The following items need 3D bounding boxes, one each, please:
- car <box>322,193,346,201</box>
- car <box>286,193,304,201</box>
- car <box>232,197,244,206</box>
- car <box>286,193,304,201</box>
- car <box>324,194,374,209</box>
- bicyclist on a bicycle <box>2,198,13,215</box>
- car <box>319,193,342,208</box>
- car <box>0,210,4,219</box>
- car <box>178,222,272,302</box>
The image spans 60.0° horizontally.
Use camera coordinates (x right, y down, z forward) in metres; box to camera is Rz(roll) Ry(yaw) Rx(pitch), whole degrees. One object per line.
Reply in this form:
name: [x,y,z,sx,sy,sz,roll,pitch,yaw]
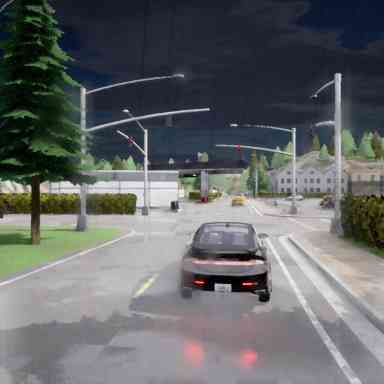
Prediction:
car: [31.720,1.097,74.483,4.605,1.855,1.932,0,0,8]
car: [24.380,1.077,78.823,3.866,1.878,1.905,0,0,8]
car: [7.532,1.477,54.463,1.882,1.535,5.008,0,0,8]
car: [23.316,1.361,75.614,3.806,1.475,1.970,0,0,8]
car: [18.265,1.340,38.563,4.514,1.523,2.007,0,0,8]
bicyclist on a bicycle: [-17.982,1.453,32.449,0.582,1.620,1.656,0,0,7]
car: [18.646,1.330,41.677,5.027,1.636,2.152,0,0,8]
car: [-16.552,1.564,25.184,4.181,1.385,1.994,0,0,8]
car: [0.878,1.492,8.337,2.128,1.511,4.902,0,0,8]
